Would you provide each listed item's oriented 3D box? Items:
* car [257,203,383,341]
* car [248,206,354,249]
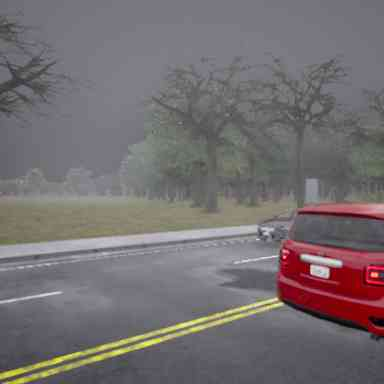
[{"bbox_3d":[4.000,1.223,6.290,5.566,2.045,2.150,0,0,-35],"label":"car"},{"bbox_3d":[5.097,1.498,15.299,4.902,1.511,2.128,0,0,-35],"label":"car"}]
